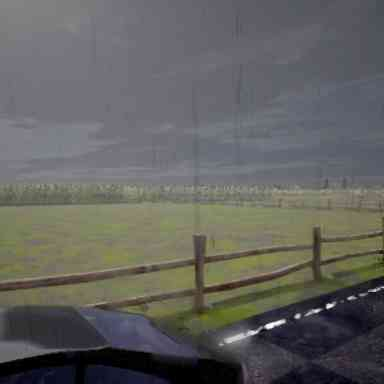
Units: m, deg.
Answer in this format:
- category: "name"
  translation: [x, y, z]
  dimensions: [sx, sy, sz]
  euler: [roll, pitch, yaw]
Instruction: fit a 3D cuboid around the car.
- category: "car"
  translation: [-1.504, 1.564, 1.995]
  dimensions: [4.181, 1.385, 1.994]
  euler: [0, 0, -35]
